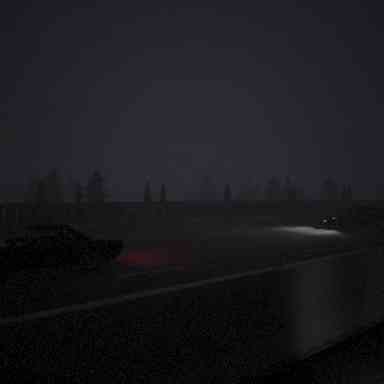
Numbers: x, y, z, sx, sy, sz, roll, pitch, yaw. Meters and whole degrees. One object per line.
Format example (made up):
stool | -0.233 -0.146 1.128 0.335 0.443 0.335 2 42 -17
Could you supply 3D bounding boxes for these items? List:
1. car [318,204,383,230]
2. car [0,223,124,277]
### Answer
car | 10.355 1.544 21.338 4.892 1.490 1.837 0 0 -23
car | -4.449 1.583 9.241 4.718 1.301 1.895 0 0 -34
